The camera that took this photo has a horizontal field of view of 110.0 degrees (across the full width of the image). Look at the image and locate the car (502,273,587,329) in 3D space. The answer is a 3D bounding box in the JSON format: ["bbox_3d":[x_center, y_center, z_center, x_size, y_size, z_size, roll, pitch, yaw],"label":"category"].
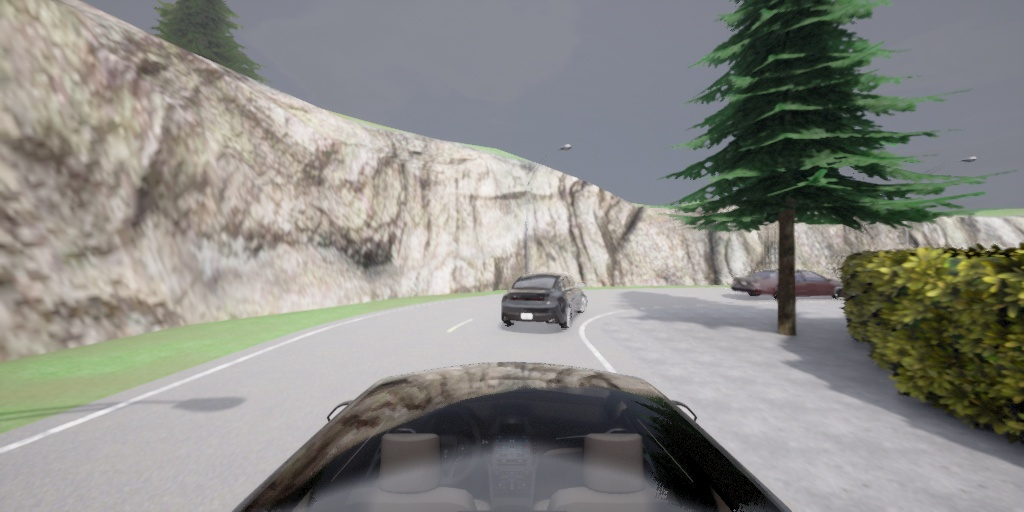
[{"bbox_3d":[1.153,1.280,11.502,1.837,1.490,4.892,-1,0,19],"label":"car"}]

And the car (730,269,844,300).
[{"bbox_3d":[13.496,1.334,17.291,5.357,1.411,2.033,0,0,-6],"label":"car"}]
